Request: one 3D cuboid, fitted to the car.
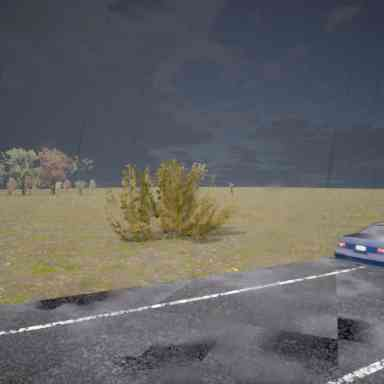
[{"bbox_3d":[6.723,1.549,10.155,5.357,1.411,2.033,0,0,-29],"label":"car"}]
